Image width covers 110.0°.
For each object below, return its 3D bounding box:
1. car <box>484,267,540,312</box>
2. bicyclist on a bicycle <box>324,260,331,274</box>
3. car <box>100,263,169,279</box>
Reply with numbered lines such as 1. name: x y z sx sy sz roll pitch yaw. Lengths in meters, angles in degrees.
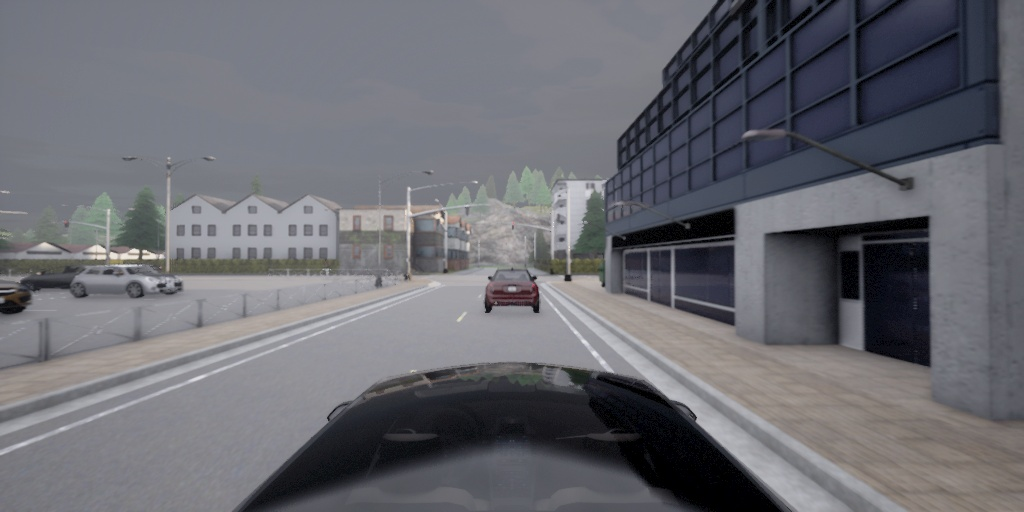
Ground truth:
1. car: 0.019 1.255 15.229 2.097 1.767 4.553 0 -1 0
2. bicyclist on a bicycle: -22.323 1.350 43.372 0.582 1.620 1.656 0 0 0
3. car: -41.534 1.499 39.541 4.902 1.511 2.128 0 -1 0
